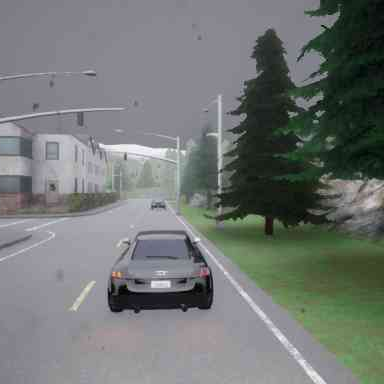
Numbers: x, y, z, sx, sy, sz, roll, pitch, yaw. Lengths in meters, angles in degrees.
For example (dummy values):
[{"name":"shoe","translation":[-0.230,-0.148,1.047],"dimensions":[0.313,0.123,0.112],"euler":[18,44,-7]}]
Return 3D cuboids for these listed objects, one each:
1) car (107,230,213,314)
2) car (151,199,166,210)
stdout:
[{"name":"car","translation":[-0.697,1.564,7.750],"dimensions":[1.994,1.385,4.181],"euler":[0,0,-5]},{"name":"car","translation":[-4.450,1.601,43.931],"dimensions":[1.895,1.301,4.718],"euler":[0,0,-6]}]
